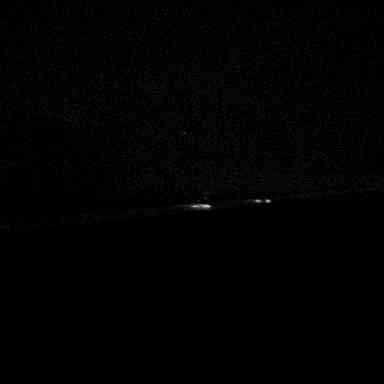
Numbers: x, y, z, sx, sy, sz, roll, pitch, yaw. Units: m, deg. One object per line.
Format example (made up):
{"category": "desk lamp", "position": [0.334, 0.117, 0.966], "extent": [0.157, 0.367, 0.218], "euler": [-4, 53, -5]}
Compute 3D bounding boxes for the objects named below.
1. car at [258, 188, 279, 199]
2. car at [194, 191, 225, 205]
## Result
{"category": "car", "position": [11.876, 0.128, 51.388], "extent": [1.882, 1.535, 5.008], "euler": [0, 2, 35]}
{"category": "car", "position": [2.063, 0.613, 37.731], "extent": [1.812, 1.442, 4.674], "euler": [0, 1, 35]}
